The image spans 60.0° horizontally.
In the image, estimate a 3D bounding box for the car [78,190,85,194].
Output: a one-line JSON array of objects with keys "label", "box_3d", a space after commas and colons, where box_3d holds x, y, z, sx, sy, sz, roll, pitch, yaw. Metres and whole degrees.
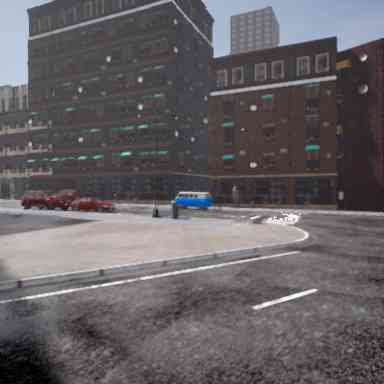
[{"label": "car", "box_3d": [-15.286, 0.624, 40.983, 5.009, 1.841, 2.192, 1, 0, 24]}]

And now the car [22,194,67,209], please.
[{"label": "car", "box_3d": [-15.327, 0.954, 34.641, 4.181, 1.385, 1.994, 1, 1, 24]}]

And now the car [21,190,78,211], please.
[{"label": "car", "box_3d": [-13.672, 0.770, 31.074, 5.009, 1.841, 2.192, 1, 0, 24]}]

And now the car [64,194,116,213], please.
[{"label": "car", "box_3d": [-8.539, 1.122, 28.766, 4.206, 1.307, 1.802, 1, 0, 24]}]

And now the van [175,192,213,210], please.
[{"label": "van", "box_3d": [0.128, 0.904, 34.065, 3.998, 1.788, 1.690, 1, 0, 24]}]
